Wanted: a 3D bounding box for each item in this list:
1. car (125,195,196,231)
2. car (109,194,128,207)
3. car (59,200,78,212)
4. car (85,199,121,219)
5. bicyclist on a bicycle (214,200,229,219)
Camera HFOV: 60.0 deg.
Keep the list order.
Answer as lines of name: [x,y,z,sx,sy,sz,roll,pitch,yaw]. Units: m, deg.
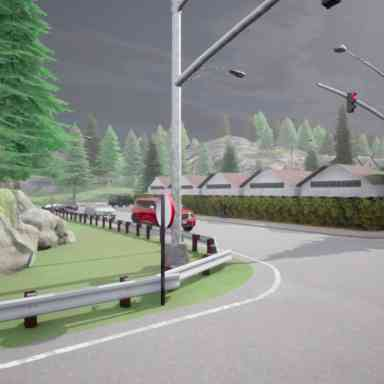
car: [-2.017,1.413,21.551,2.150,2.045,5.566,0,0,-35]
car: [-10.940,1.397,53.205,2.150,2.045,5.566,0,0,33]
car: [-15.590,1.748,41.889,1.994,1.385,4.181,0,0,-22]
car: [-8.576,1.717,30.933,1.812,1.442,4.674,0,0,-35]
bicyclist on a bicycle: [2.537,1.493,28.097,1.656,1.620,0.582,0,0,-35]
